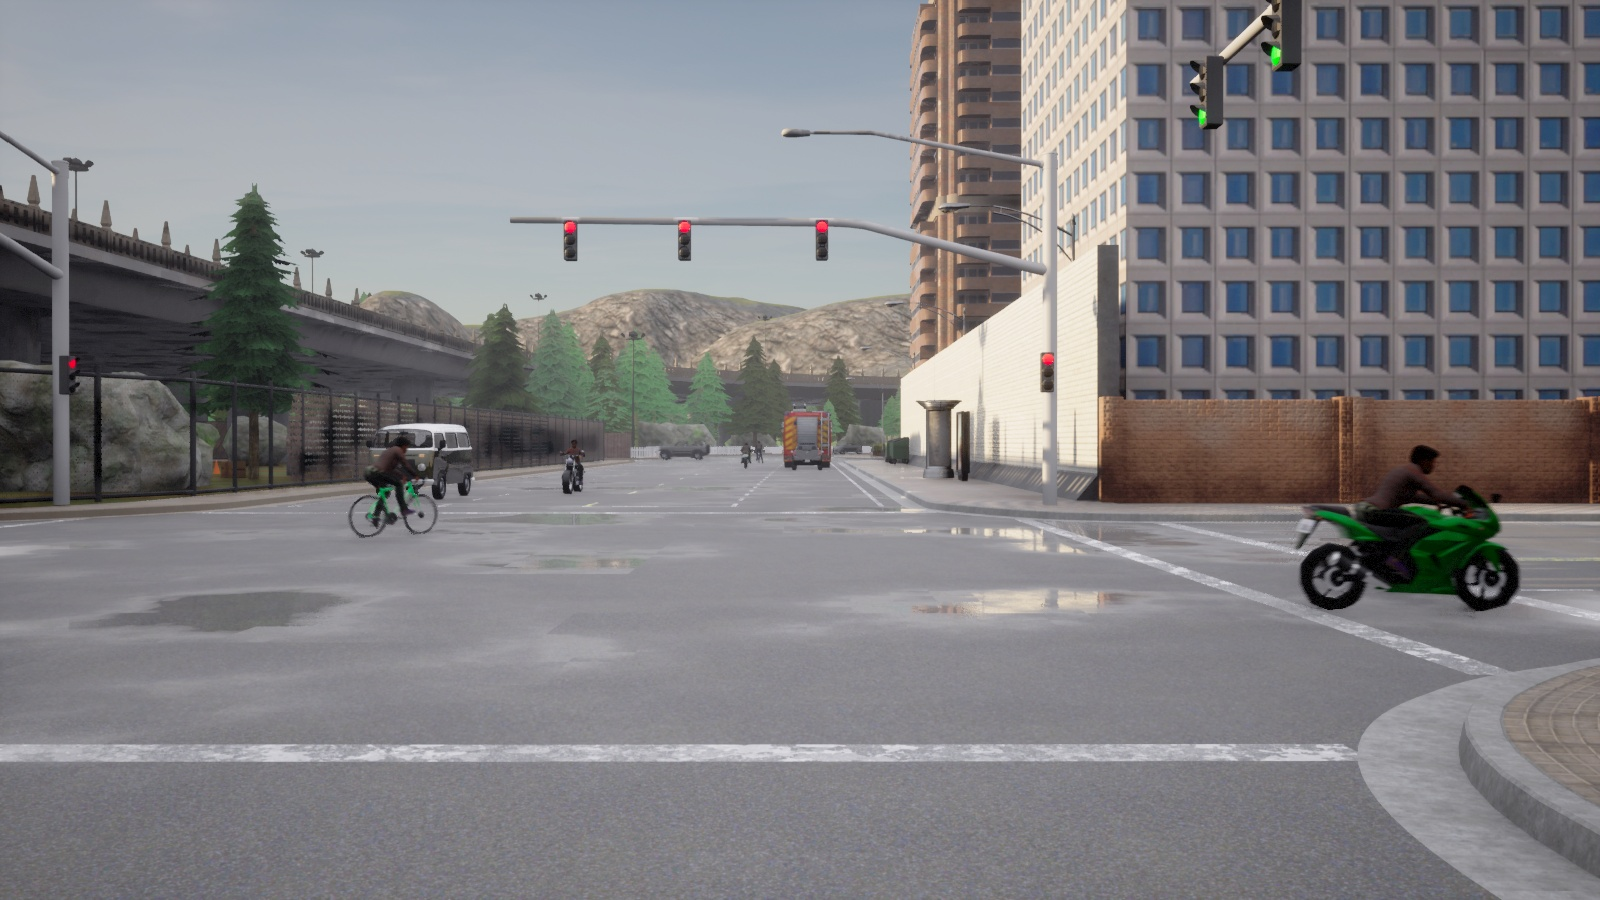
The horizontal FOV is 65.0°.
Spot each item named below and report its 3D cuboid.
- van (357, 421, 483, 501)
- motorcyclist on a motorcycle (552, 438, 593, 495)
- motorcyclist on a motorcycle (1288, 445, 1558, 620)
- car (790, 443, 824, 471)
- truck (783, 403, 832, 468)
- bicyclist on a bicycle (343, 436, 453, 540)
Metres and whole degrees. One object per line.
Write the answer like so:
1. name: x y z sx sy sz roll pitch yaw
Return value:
1. van: -10.298 0.267 34.391 2.069 2.038 4.480 0 0 0
2. motorcyclist on a motorcycle: -6.781 0.480 37.514 0.766 1.649 2.350 0 0 0
3. motorcyclist on a motorcycle: 5.615 0.723 11.402 2.044 1.523 0.797 0 0 0
4. car: 0.392 0.371 69.074 1.845 1.501 3.633 0 0 0
5. truck: 0.443 -0.860 78.360 2.891 3.827 8.468 0 0 0
6. bicyclist on a bicycle: -6.553 0.602 20.515 0.582 1.620 1.656 -1 -1 39
